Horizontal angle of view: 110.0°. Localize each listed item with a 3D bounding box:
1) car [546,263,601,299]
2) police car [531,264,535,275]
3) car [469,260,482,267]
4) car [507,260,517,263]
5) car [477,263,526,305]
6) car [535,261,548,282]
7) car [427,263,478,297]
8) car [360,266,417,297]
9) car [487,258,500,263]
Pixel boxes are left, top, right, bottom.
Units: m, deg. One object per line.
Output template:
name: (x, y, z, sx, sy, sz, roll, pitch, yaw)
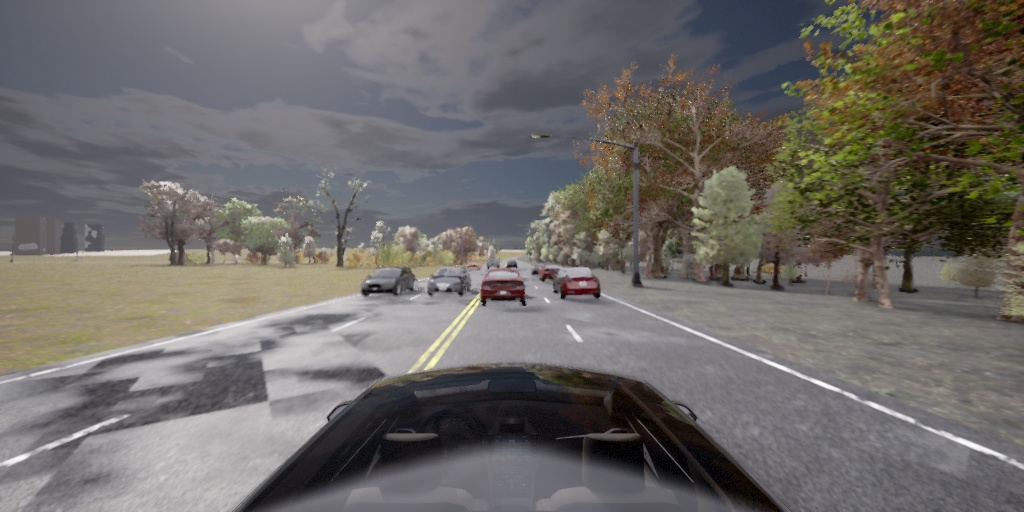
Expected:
car: (3.240, 1.320, 18.711, 2.163, 1.488, 4.792, -1, 0, 0)
police car: (3.264, 1.420, 40.688, 2.038, 1.542, 4.974, 0, -1, 0)
car: (-6.489, 1.479, 63.310, 2.097, 1.767, 4.553, 0, 0, 0)
car: (0.047, 1.508, 64.632, 1.837, 1.490, 4.892, 1, -4, 0)
car: (-0.356, 1.301, 16.705, 1.882, 1.535, 5.008, 0, 0, 0)
car: (3.267, 1.336, 29.690, 1.882, 1.535, 5.008, 1, -1, 0)
car: (-3.339, 1.331, 19.776, 2.128, 1.511, 4.902, 0, 0, 0)
car: (-6.589, 1.344, 19.657, 1.837, 1.490, 4.892, 0, 0, 0)
car: (-3.239, 1.375, 63.249, 2.150, 2.045, 5.566, 0, 0, 0)
